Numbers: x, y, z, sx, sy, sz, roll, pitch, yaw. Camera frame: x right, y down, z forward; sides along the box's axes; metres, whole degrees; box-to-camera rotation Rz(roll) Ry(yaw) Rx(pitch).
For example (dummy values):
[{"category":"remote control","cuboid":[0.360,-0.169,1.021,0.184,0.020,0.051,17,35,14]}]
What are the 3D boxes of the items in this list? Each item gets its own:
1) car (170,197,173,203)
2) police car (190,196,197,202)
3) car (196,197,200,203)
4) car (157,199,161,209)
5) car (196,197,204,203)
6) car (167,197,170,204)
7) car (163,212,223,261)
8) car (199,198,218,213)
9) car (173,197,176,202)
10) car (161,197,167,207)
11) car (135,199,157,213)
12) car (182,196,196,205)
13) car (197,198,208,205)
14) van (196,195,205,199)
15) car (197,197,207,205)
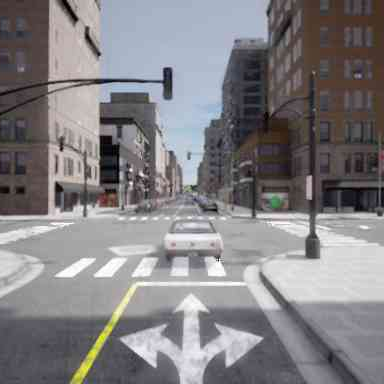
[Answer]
[{"category":"car","cuboid":[-5.867,1.922,73.937,1.967,1.590,4.097,0,0,0]},{"category":"police car","cuboid":[0.309,2.074,94.960,1.930,1.638,5.238,0,0,0]},{"category":"car","cuboid":[2.188,1.924,57.419,1.947,1.339,4.313,0,0,0]},{"category":"car","cuboid":[-5.817,1.722,46.384,1.967,1.590,4.097,0,0,0]},{"category":"car","cuboid":[2.129,2.053,90.484,1.967,1.590,4.097,0,0,0]},{"category":"car","cuboid":[-5.847,1.949,62.915,2.008,1.369,4.403,0,0,0]},{"category":"car","cuboid":[0.018,1.651,12.516,1.895,1.301,4.718,0,0,-1]},{"category":"car","cuboid":[2.218,1.811,40.886,1.947,1.339,4.313,0,0,0]},{"category":"car","cuboid":[-5.887,2.120,84.957,2.008,1.369,4.403,0,0,0]},{"category":"car","cuboid":[-5.837,1.940,57.404,1.802,1.307,4.206,0,0,0]},{"category":"car","cuboid":[-5.807,1.685,40.874,1.967,1.590,4.097,0,0,0]},{"category":"car","cuboid":[-0.468,1.984,68.028,2.033,1.411,5.357,0,0,0]},{"category":"car","cuboid":[2.168,1.990,68.440,2.008,1.369,4.403,0,0,0]},{"category":"van","cuboid":[2.178,1.740,62.931,1.690,1.788,3.998,0,0,0]},{"category":"car","cuboid":[2.198,1.902,51.909,1.802,1.307,4.206,0,0,0]}]
